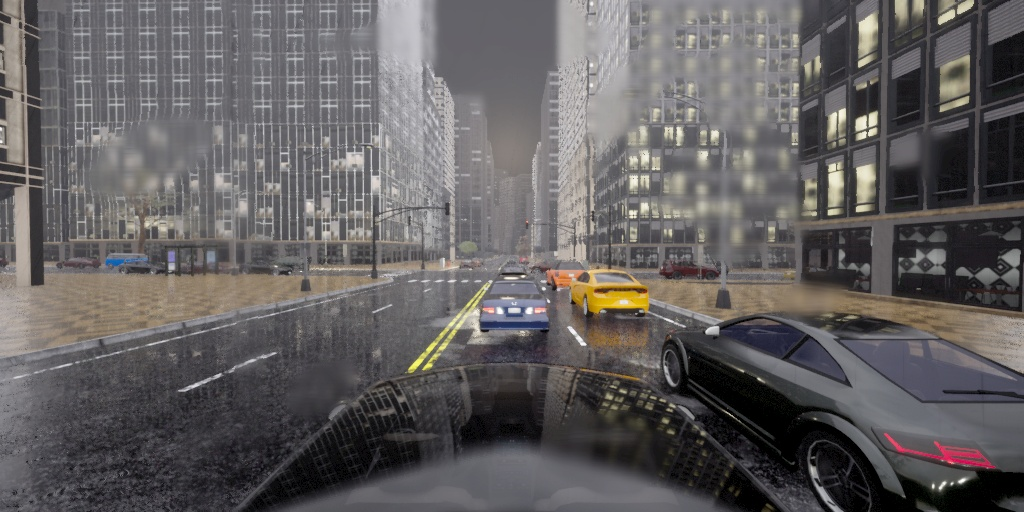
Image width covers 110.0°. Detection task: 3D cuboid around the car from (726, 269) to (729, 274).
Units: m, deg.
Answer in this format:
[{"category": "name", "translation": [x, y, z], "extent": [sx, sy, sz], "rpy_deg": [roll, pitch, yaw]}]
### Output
[{"category": "car", "translation": [20.489, 1.497, 38.566], "extent": [4.718, 1.301, 1.895], "rpy_deg": [1, 1, 1]}]

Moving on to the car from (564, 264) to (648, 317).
[{"category": "car", "translation": [3.325, 1.222, 13.142], "extent": [1.882, 1.535, 5.008], "rpy_deg": [0, 0, 0]}]

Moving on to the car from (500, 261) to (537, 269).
[{"category": "car", "translation": [0.059, 1.231, 20.488], "extent": [2.128, 1.511, 4.902], "rpy_deg": [0, 0, 0]}]

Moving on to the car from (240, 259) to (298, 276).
[{"category": "car", "translation": [-22.800, 1.172, 33.296], "extent": [4.313, 1.339, 1.948], "rpy_deg": [0, 0, 1]}]

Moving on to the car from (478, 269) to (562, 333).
[{"category": "car", "translation": [0.080, 1.293, 10.735], "extent": [2.033, 1.411, 5.357], "rpy_deg": [0, 0, 1]}]

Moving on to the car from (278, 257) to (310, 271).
[{"category": "car", "translation": [-24.799, 0.843, 39.236], "extent": [4.553, 1.767, 2.097], "rpy_deg": [0, 1, 1]}]

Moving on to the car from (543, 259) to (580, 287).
[{"category": "car", "translation": [3.305, 1.091, 22.147], "extent": [2.097, 1.767, 4.553], "rpy_deg": [0, 0, 0]}]

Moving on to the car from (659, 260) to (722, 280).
[{"category": "car", "translation": [16.126, 1.267, 32.853], "extent": [5.009, 1.841, 2.192], "rpy_deg": [0, 0, 1]}]

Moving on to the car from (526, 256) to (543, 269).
[{"category": "car", "translation": [4.062, 1.103, 38.797], "extent": [4.553, 1.767, 2.097], "rpy_deg": [0, 1, 1]}]

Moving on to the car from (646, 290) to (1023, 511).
[{"category": "car", "translation": [3.339, 1.313, 4.057], "extent": [1.994, 1.385, 4.181], "rpy_deg": [0, 0, 0]}]

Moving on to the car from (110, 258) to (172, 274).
[{"category": "car", "translation": [-34.165, 1.067, 33.578], "extent": [4.313, 1.339, 1.948], "rpy_deg": [0, 0, 1]}]

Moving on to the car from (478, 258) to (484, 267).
[{"category": "car", "translation": [-6.697, 1.051, 64.259], "extent": [2.097, 1.767, 4.553], "rpy_deg": [0, 0, 0]}]

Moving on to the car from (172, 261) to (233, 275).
[{"category": "car", "translation": [-28.484, 1.136, 33.417], "extent": [4.207, 1.307, 1.802], "rpy_deg": [0, 0, 1]}]

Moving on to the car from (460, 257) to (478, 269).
[{"category": "car", "translation": [-6.706, 1.275, 54.258], "extent": [1.994, 1.385, 4.181], "rpy_deg": [0, 0, 0]}]

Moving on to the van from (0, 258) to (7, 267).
[{"category": "van", "translation": [-51.211, 0.685, 33.939], "extent": [3.998, 1.789, 1.690], "rpy_deg": [0, 0, 1]}]

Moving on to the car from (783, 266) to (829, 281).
[{"category": "car", "translation": [27.575, 1.577, 32.681], "extent": [4.829, 1.417, 1.751], "rpy_deg": [0, 0, 1]}]

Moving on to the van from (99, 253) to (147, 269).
[{"category": "van", "translation": [-45.376, 0.602, 42.214], "extent": [3.998, 1.789, 1.690], "rpy_deg": [0, 0, 1]}]
